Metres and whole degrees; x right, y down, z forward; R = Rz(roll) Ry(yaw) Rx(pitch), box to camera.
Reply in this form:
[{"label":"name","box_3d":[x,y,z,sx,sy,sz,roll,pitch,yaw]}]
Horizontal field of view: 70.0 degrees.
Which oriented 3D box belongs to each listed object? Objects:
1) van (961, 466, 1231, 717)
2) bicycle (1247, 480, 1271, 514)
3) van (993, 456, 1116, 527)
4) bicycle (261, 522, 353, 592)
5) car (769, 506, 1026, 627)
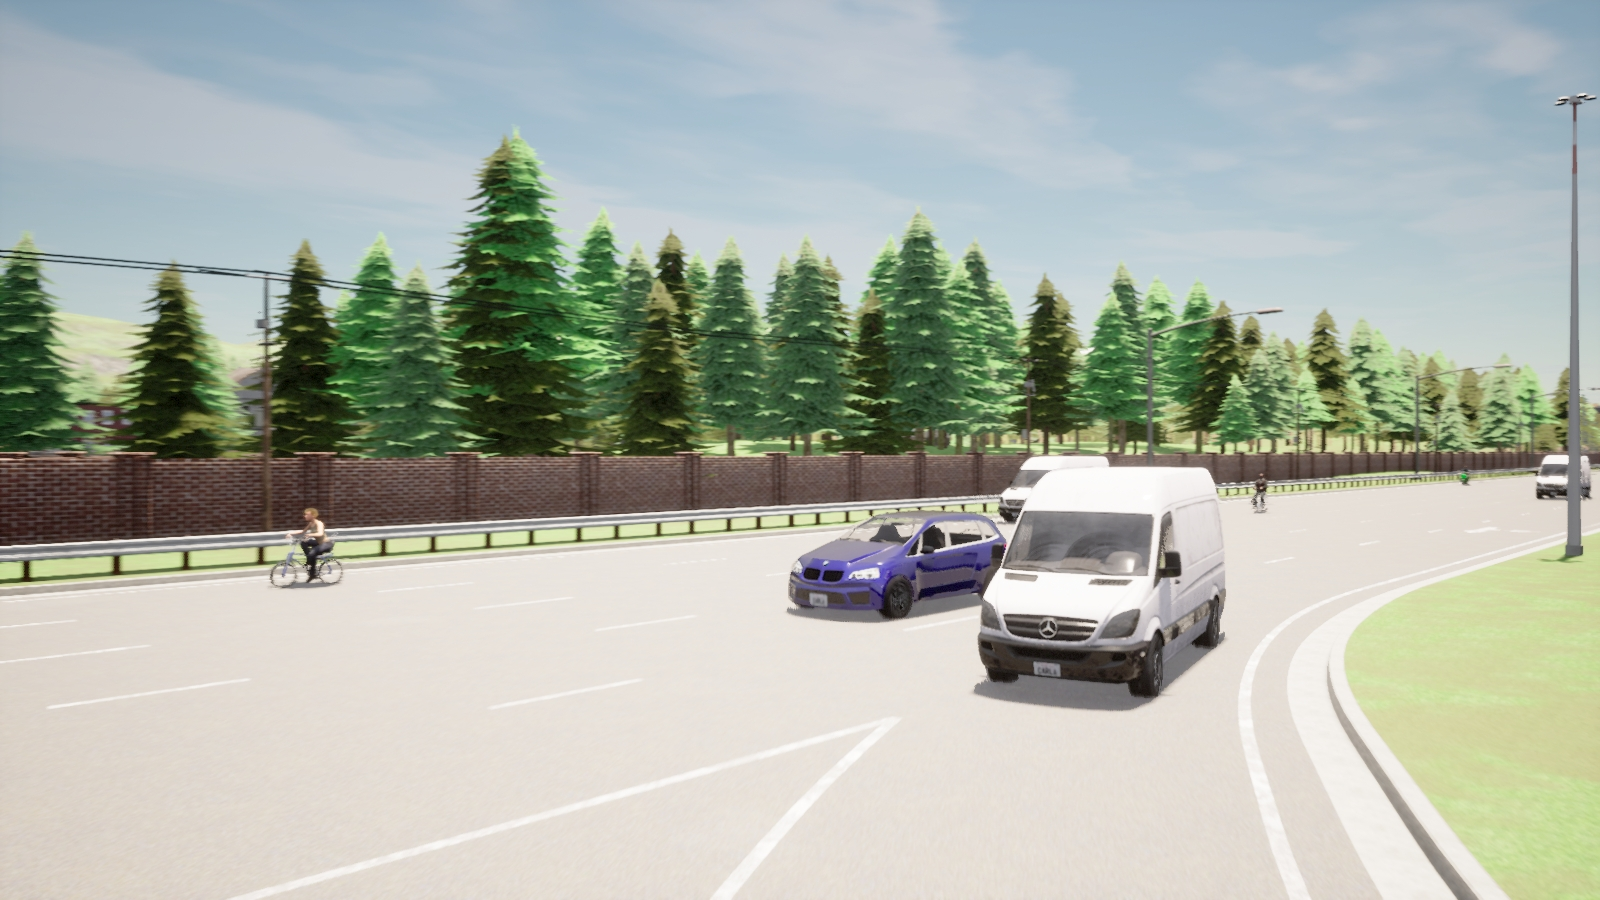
[{"label":"van","box_3d":[4.167,1.538,15.131,1.988,2.561,5.915,0,0,30]},{"label":"bicycle","box_3d":[20.417,2.081,50.834,0.329,1.471,1.835,0,0,43]},{"label":"van","box_3d":[10.046,1.543,44.809,1.988,2.561,5.915,0,0,43]},{"label":"bicycle","box_3d":[-10.012,2.144,23.215,0.859,1.276,1.487,0,0,43]},{"label":"car","box_3d":[1.866,1.969,20.572,2.242,1.667,4.611,0,0,43]}]
